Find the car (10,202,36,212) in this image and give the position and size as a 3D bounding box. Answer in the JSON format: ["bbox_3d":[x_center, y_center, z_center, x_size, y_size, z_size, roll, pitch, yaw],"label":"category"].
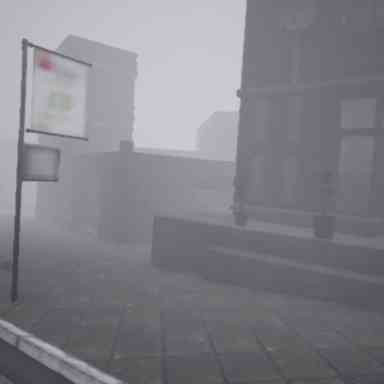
[{"bbox_3d":[-26.546,2.276,52.518,1.812,1.442,4.674,4,-2,12],"label":"car"}]
